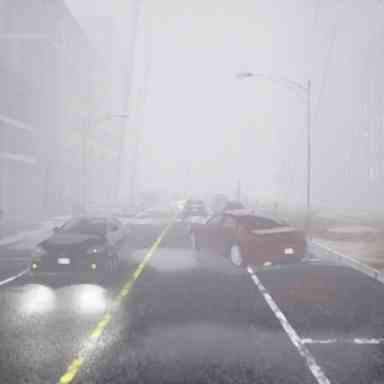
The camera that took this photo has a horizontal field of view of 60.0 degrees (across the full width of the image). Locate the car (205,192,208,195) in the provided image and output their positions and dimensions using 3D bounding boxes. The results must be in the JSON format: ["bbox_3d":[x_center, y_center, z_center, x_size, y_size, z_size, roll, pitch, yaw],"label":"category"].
[{"bbox_3d":[2.978,1.022,40.587,2.008,1.369,4.403,0,1,0],"label":"car"}]

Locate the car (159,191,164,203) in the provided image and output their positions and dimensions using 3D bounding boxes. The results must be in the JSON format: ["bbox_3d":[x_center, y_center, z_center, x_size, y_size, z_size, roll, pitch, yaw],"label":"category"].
[{"bbox_3d":[-5.365,0.941,46.169,1.887,1.381,4.507,0,1,0],"label":"car"}]

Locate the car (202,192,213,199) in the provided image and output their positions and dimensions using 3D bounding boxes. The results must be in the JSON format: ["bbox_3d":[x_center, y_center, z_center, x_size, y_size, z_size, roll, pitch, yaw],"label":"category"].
[{"bbox_3d":[3.171,0.696,68.199,1.947,1.339,4.313,0,1,0],"label":"car"}]

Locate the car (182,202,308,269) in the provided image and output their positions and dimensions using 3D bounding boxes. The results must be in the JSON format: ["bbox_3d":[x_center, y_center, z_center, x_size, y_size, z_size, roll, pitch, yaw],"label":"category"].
[{"bbox_3d":[1.522,1.331,10.806,1.882,1.535,5.008,-1,1,-23],"label":"car"}]

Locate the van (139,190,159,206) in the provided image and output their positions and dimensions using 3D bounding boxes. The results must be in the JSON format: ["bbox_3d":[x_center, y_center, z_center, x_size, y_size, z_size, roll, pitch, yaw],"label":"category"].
[{"bbox_3d":[-5.403,0.807,40.644,1.690,1.788,3.998,0,1,0],"label":"van"}]

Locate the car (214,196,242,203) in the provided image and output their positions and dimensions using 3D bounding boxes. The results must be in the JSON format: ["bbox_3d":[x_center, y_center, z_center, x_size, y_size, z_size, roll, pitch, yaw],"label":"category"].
[{"bbox_3d":[2.861,1.247,24.020,1.947,1.339,4.313,0,1,0],"label":"car"}]

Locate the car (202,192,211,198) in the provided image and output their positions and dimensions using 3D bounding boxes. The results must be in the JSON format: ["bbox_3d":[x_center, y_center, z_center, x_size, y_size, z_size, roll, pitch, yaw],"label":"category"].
[{"bbox_3d":[3.210,0.609,73.721,1.887,1.381,4.507,0,1,0],"label":"car"}]

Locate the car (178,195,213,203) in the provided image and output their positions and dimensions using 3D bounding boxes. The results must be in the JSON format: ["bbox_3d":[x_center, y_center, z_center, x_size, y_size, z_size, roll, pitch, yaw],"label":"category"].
[{"bbox_3d":[0.235,1.218,24.793,2.033,1.411,5.357,0,1,1],"label":"car"}]

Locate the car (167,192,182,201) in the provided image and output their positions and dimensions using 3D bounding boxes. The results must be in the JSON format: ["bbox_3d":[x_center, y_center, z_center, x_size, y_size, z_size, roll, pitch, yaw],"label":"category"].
[{"bbox_3d":[-2.606,0.839,56.446,1.994,1.385,4.181,0,1,0],"label":"car"}]

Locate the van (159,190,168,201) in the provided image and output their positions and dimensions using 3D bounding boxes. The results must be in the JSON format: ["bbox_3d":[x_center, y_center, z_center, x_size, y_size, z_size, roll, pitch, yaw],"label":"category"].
[{"bbox_3d":[-5.286,0.600,57.210,1.690,1.788,3.998,0,1,0],"label":"van"}]

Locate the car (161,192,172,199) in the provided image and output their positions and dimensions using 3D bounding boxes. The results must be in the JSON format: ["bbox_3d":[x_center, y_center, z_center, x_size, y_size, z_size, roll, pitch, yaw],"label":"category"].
[{"bbox_3d":[-5.210,0.676,68.257,2.008,1.369,4.403,0,1,0],"label":"car"}]

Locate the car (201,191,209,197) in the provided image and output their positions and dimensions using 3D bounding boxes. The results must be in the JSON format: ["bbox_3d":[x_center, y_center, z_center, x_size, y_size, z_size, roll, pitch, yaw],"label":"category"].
[{"bbox_3d":[3.287,0.487,84.765,2.008,1.369,4.403,0,1,0],"label":"car"}]

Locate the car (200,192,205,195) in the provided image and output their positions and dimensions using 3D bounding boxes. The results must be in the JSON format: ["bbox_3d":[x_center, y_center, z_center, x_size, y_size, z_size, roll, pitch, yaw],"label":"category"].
[{"bbox_3d":[0.419,1.003,45.986,1.895,1.301,4.718,0,1,0],"label":"car"}]

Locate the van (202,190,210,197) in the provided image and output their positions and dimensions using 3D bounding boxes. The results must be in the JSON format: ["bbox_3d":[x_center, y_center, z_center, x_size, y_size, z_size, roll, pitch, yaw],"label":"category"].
[{"bbox_3d":[3.249,0.341,79.241,1.690,1.788,3.998,0,1,0],"label":"van"}]

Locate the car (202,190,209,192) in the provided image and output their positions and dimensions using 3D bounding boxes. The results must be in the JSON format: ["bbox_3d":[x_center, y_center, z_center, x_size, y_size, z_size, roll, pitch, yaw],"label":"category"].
[{"bbox_3d":[3.094,0.704,57.152,1.967,1.590,4.097,0,1,0],"label":"car"}]

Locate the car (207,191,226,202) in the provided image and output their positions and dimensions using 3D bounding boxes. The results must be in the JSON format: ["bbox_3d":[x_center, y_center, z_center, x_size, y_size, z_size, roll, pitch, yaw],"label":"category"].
[{"bbox_3d":[2.939,0.981,35.063,1.967,1.590,4.097,0,1,0],"label":"car"}]

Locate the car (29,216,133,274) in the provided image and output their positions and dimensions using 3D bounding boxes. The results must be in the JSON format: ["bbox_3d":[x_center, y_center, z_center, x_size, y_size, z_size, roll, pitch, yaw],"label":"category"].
[{"bbox_3d":[-3.033,1.427,9.894,1.994,1.385,4.181,0,1,0],"label":"car"}]
